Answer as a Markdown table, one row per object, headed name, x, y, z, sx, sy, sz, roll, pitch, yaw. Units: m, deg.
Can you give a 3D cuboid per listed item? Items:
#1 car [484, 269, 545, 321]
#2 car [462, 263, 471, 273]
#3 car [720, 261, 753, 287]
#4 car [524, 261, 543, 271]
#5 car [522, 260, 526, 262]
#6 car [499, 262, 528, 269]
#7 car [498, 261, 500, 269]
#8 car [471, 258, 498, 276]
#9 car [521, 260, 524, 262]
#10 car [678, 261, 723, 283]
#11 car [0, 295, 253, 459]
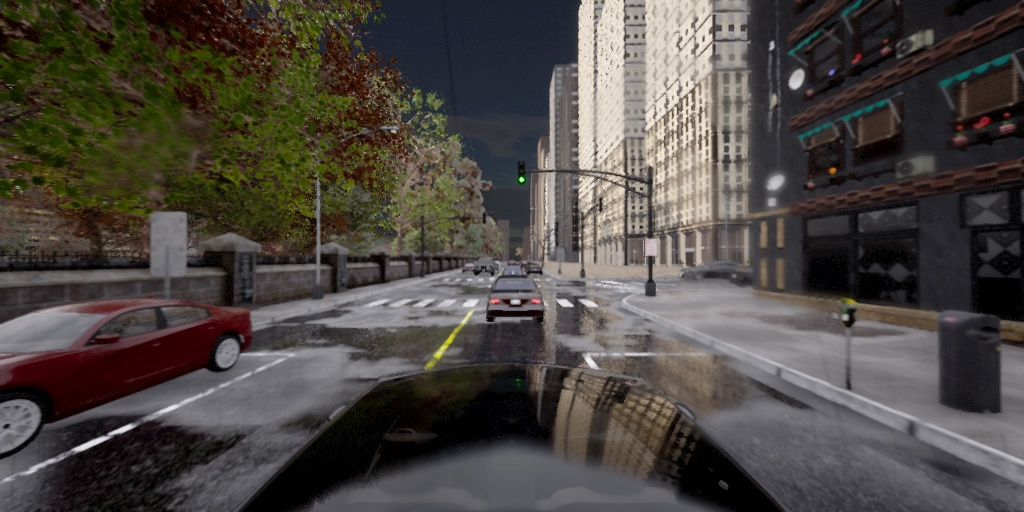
| name | x | y | z | sx | sy | sz | roll | pitch | yaw |
| --- | --- | --- | --- | --- | --- | --- | --- | --- | --- |
| car | 0.100 | 1.362 | 12.676 | 2.033 | 1.411 | 5.357 | 0 | 0 | 0 |
| car | -5.694 | 1.623 | 48.550 | 1.802 | 1.307 | 4.207 | 0 | 0 | 0 |
| car | 14.684 | 1.133 | 20.338 | 4.313 | 1.339 | 1.948 | 0 | 0 | 0 |
| car | 2.687 | 1.569 | 42.918 | 1.948 | 1.339 | 4.313 | 0 | 0 | 0 |
| car | 2.687 | 1.606 | 48.550 | 1.948 | 1.339 | 4.313 | 0 | 0 | 0 |
| car | 0.098 | 1.487 | 32.970 | 2.033 | 1.411 | 5.357 | 0 | 0 | 0 |
| car | -3.061 | 1.657 | 56.411 | 1.994 | 1.385 | 4.181 | 0 | 0 | 0 |
| car | -3.097 | 1.213 | 41.802 | 2.150 | 2.045 | 5.566 | 0 | 0 | 0 |
| car | 2.686 | 1.643 | 54.183 | 1.948 | 1.339 | 4.313 | 0 | 0 | 0 |
| car | 14.717 | 1.116 | 26.137 | 4.902 | 1.511 | 2.128 | -1 | -1 | 0 |
| car | -5.820 | 1.315 | 5.000 | 1.888 | 1.381 | 4.507 | 0 | 0 | 0 |
